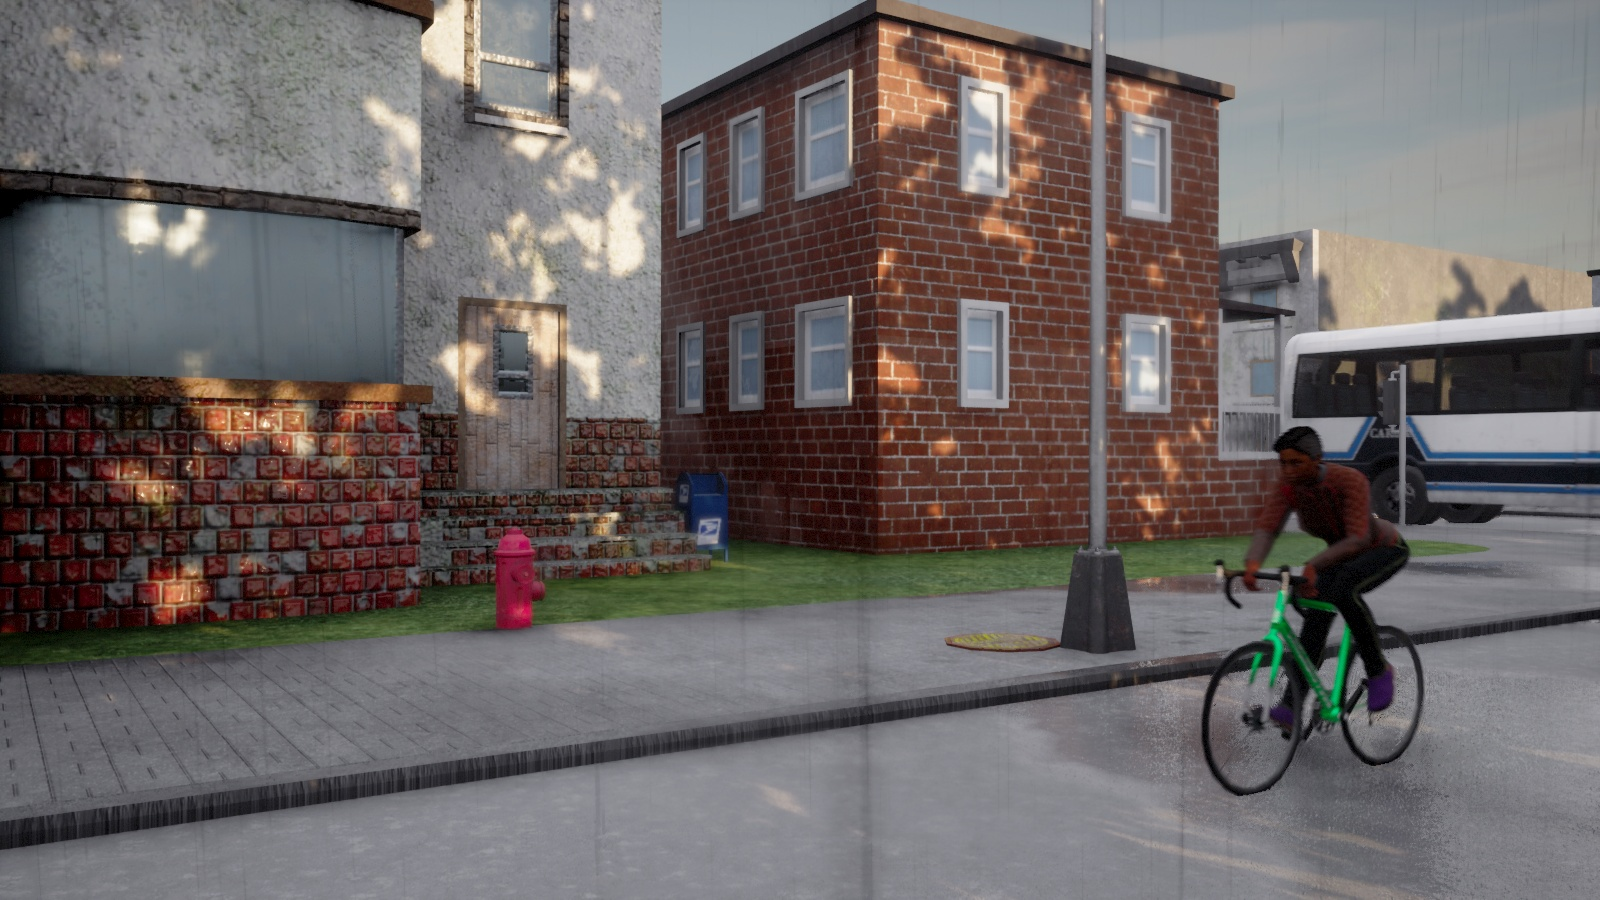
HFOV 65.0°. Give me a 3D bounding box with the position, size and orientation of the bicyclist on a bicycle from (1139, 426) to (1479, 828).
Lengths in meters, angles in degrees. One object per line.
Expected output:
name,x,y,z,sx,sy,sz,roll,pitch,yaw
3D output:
bicyclist on a bicycle,2.360,0.707,5.751,1.656,1.620,0.582,-1,0,-33

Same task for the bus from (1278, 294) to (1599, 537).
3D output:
bus,14.880,-0.604,24.075,3.944,4.253,10.273,0,0,-34
